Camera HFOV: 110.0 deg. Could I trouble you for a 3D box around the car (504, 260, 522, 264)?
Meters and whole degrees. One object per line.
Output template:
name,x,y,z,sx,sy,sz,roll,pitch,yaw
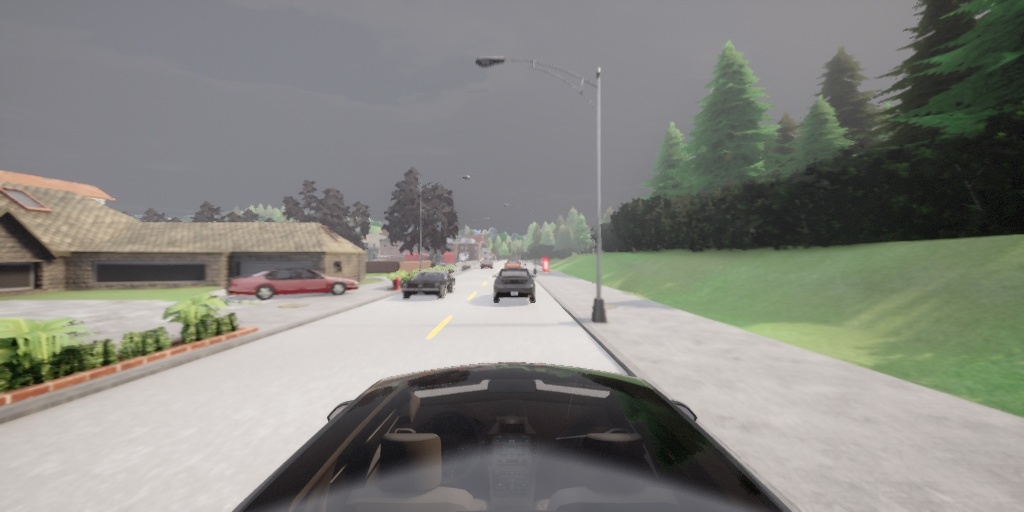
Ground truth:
car,0.103,1.225,43.583,2.097,1.767,4.553,0,0,0

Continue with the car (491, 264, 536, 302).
car,0.105,1.301,17.259,1.837,1.490,4.892,0,0,0

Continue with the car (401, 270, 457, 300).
car,-4.091,1.400,18.234,1.895,1.301,4.718,0,0,0

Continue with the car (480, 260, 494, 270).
car,-4.034,1.392,58.158,1.882,1.535,5.008,0,0,1

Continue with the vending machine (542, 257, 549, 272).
vending machine,4.301,1.075,45.982,1.100,2.100,0.880,0,0,0
